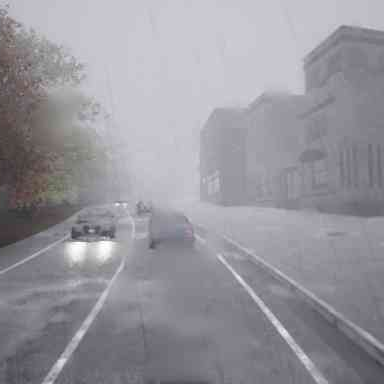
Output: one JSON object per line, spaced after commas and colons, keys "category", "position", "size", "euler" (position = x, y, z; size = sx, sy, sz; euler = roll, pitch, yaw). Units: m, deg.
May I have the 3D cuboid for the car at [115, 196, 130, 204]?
{"category": "car", "position": [-12.190, 1.357, 58.260], "size": [1.994, 1.385, 4.181], "euler": [0, 0, -1]}

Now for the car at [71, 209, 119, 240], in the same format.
{"category": "car", "position": [-4.840, 1.557, 17.030], "size": [1.994, 1.385, 4.181], "euler": [1, 0, -9]}

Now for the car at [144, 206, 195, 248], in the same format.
{"category": "car", "position": [-1.031, 1.575, 14.959], "size": [2.033, 1.411, 5.357], "euler": [1, 0, -8]}

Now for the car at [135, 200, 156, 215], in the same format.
{"category": "car", "position": [-4.656, 1.532, 33.607], "size": [2.033, 1.411, 5.357], "euler": [1, 0, -13]}
